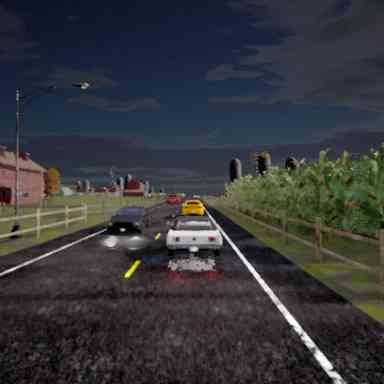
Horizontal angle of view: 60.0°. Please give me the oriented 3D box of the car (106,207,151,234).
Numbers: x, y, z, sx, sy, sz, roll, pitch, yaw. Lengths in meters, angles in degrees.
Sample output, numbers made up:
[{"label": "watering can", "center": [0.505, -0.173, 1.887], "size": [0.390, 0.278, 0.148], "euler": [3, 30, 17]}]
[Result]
[{"label": "car", "center": [-3.603, 1.588, 19.960], "size": [2.033, 1.411, 5.357], "euler": [0, 0, 0]}]

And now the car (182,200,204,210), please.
[{"label": "car", "center": [0.098, 1.547, 31.787], "size": [1.882, 1.535, 5.008], "euler": [0, 0, 0]}]

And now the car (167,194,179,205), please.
[{"label": "car", "center": [-3.528, 1.389, 62.635], "size": [2.150, 2.045, 5.566], "euler": [0, 0, 1]}]

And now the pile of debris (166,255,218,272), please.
[{"label": "pile of debris", "center": [0.000, 2.195, 10.381], "size": [1.500, 0.140, 1.860], "euler": [0, 0, 0]}]

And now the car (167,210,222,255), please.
[{"label": "car", "center": [0.081, 1.626, 13.373], "size": [1.895, 1.301, 4.718], "euler": [0, 0, 0]}]
